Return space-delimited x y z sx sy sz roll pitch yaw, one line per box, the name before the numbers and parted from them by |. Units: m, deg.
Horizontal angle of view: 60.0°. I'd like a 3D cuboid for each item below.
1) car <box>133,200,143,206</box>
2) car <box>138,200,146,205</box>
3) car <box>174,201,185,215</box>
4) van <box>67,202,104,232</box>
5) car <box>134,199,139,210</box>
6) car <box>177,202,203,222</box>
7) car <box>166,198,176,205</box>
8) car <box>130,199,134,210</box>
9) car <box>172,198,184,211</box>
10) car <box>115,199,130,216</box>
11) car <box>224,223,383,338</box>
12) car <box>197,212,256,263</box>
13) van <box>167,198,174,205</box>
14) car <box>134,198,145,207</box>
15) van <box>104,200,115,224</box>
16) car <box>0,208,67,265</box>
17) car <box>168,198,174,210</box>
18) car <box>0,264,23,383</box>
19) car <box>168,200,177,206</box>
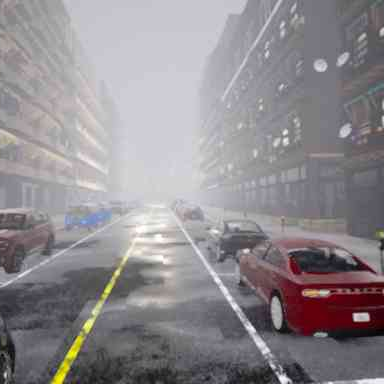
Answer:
car | -12.573 2.608 77.580 1.887 1.381 4.507 0 -1 -5
car | -14.141 2.899 94.098 1.802 1.307 4.206 0 -1 -5
car | -0.543 1.890 34.223 1.887 1.381 4.507 0 -1 -5
van | -7.345 1.679 22.529 1.690 1.788 3.998 1 -1 -5
car | -10.483 2.319 55.560 1.947 1.339 4.313 0 -1 -5
car | -0.020 1.823 28.718 1.887 1.381 4.507 0 -1 -5
car | -5.279 2.336 83.778 2.192 1.841 5.009 0 -1 -5
car | -9.436 1.924 44.551 2.192 1.841 5.009 1 -1 -5
car | -1.057 1.854 39.732 1.967 1.590 4.097 0 -1 -5
car | -8.913 1.855 39.047 2.192 1.841 5.009 1 -1 -5
car | 2.070 1.573 6.695 1.887 1.381 4.507 0 -1 -5
car | 1.547 1.639 12.201 2.008 1.369 4.403 0 -1 -5
van | -5.802 2.447 89.284 1.690 1.788 3.998 0 -1 -5
car | -12.049 2.298 72.078 2.192 1.841 5.009 0 -1 -5
van | -7.869 1.745 28.036 1.690 1.788 3.998 1 -1 -5
car | -6.300 1.529 11.521 2.192 1.841 5.009 1 -1 -5
car | -2.143 1.870 50.741 2.192 1.841 5.009 0 -1 -5
car | -2.841 1.632 2.034 1.994 1.385 4.181 -1 -1 -5
car | -4.235 2.440 72.762 1.802 1.307 4.206 0 -1 -5
